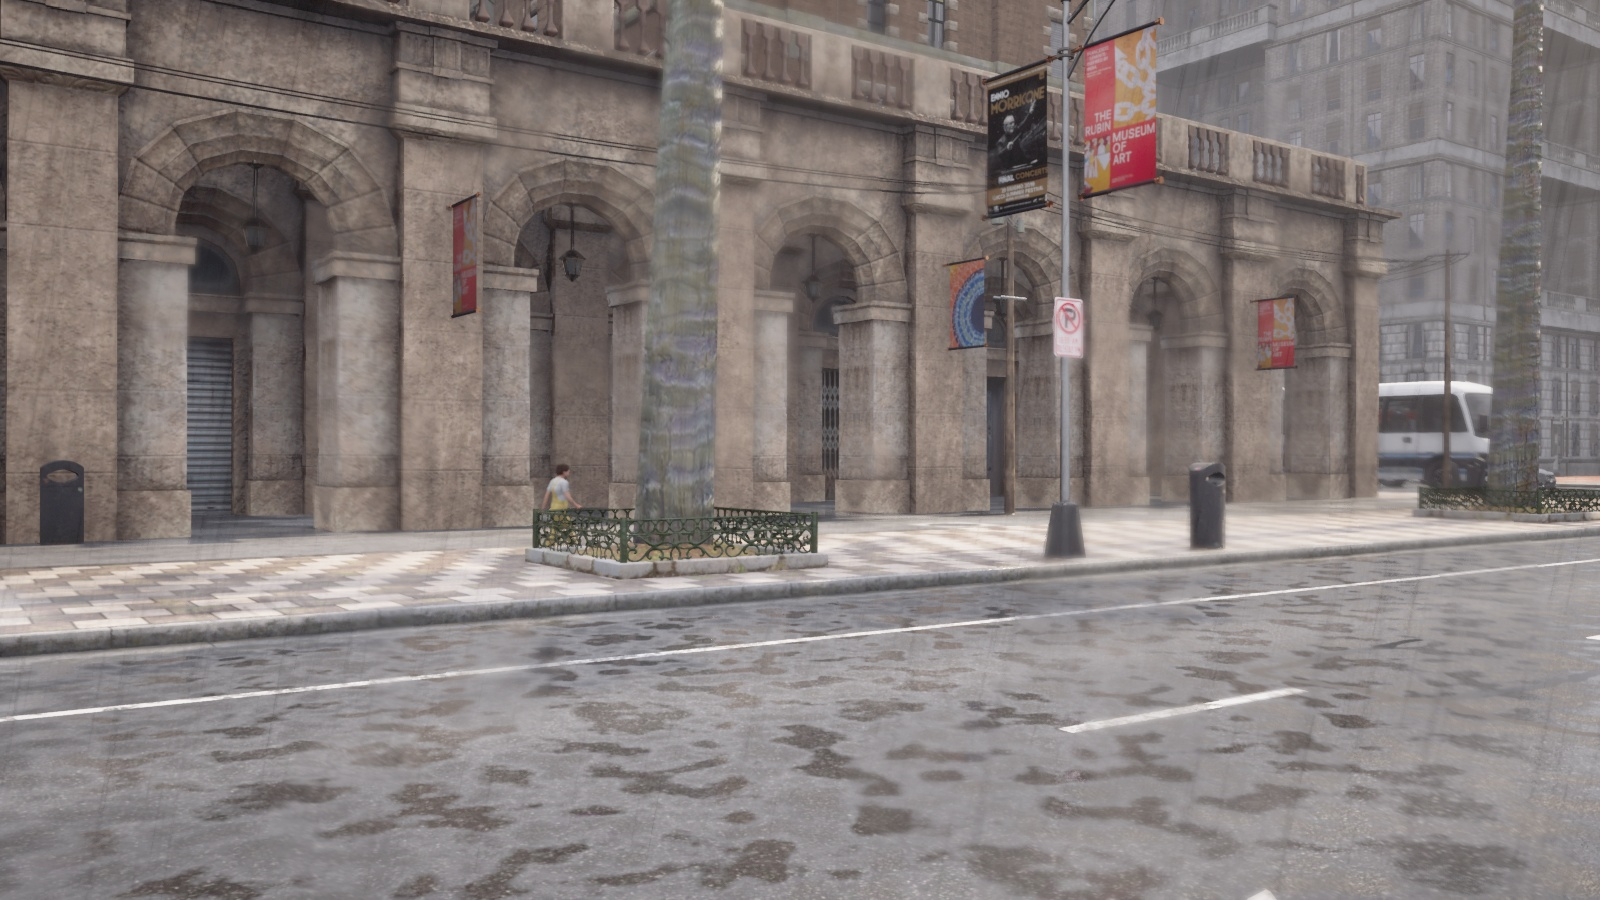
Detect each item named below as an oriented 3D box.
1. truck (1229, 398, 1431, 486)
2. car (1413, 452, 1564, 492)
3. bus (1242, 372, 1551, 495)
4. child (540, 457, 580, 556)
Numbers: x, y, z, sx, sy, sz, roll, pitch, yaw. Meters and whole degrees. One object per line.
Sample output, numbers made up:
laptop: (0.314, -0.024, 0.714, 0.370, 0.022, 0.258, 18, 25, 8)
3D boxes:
truck: (24.567, -0.328, 58.747, 2.891, 3.827, 8.468, 0, 0, -35)
car: (26.913, 0.813, 49.256, 1.837, 1.490, 4.892, 0, 0, -34)
bus: (22.863, -0.560, 48.917, 3.944, 4.253, 10.273, 0, 0, -35)
child: (-3.121, 0.728, 16.323, 0.437, 1.263, 0.270, 0, 0, -36)
